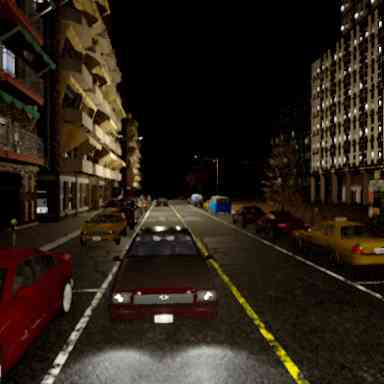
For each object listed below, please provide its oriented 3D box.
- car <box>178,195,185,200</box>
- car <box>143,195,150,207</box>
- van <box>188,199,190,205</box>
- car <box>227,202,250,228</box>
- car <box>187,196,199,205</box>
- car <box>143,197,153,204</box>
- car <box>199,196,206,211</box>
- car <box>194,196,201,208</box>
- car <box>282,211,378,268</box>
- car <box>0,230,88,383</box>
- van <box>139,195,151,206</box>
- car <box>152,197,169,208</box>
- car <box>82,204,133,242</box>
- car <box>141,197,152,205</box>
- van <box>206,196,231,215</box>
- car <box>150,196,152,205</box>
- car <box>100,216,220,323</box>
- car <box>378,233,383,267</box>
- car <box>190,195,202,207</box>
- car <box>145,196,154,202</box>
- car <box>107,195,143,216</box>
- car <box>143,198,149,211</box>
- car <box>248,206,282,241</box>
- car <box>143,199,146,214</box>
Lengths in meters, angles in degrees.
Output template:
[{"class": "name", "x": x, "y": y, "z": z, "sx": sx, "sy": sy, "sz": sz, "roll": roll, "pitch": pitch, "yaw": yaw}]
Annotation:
[{"class": "car", "x": -2.860, "y": 1.577, "z": 93.504, "sx": 1.887, "sy": 1.381, "sz": 4.507, "roll": 0, "pitch": 0, "yaw": -5}, {"class": "car", "x": -6.064, "y": 1.430, "z": 37.697, "sx": 1.967, "sy": 1.590, "sz": 4.097, "roll": 0, "pitch": 0, "yaw": -5}, {"class": "van", "x": 0.736, "y": 1.337, "z": 54.986, "sx": 1.690, "sy": 1.788, "sz": 3.998, "roll": 0, "pitch": 0, "yaw": -5}, {"class": "car", "x": 3.822, "y": 1.572, "z": 21.969, "sx": 1.802, "sy": 1.307, "sz": 4.206, "roll": 0, "pitch": 0, "yaw": -5}, {"class": "car", "x": 0.208, "y": 1.525, "z": 60.656, "sx": 1.752, "sy": 1.417, "sz": 4.829, "roll": 0, "pitch": 0, "yaw": -5}, {"class": "car", "x": -8.634, "y": 1.586, "z": 65.210, "sx": 1.802, "sy": 1.307, "sz": 4.206, "roll": 0, "pitch": 0, "yaw": -5}, {"class": "car", "x": 2.265, "y": 1.514, "z": 38.645, "sx": 1.752, "sy": 1.417, "sz": 4.829, "roll": 0, "pitch": 0, "yaw": -5}, {"class": "car", "x": 1.766, "y": 1.556, "z": 43.980, "sx": 1.947, "sy": 1.339, "sz": 4.313, "roll": 0, "pitch": 0, "yaw": -5}, {"class": "car", "x": 4.835, "y": 1.519, "z": 11.133, "sx": 1.752, "sy": 1.417, "sz": 4.829, "roll": 0, "pitch": 0, "yaw": -5}, {"class": "car", "x": -2.979, "y": 1.542, "z": 4.682, "sx": 1.887, "sy": 1.381, "sz": 4.507, "roll": 0, "pitch": 0, "yaw": -5}, {"class": "van", "x": -7.607, "y": 1.338, "z": 54.206, "sx": 1.690, "sy": 1.788, "sz": 3.998, "roll": 0, "pitch": 0, "yaw": -5}, {"class": "car", "x": -4.330, "y": 1.541, "z": 48.131, "sx": 2.033, "sy": 1.411, "sz": 5.357, "roll": 0, "pitch": 0, "yaw": -5}, {"class": "car", "x": -3.992, "y": 1.518, "z": 15.518, "sx": 1.752, "sy": 1.417, "sz": 4.829, "roll": 0, "pitch": 0, "yaw": -5}, {"class": "car", "x": -8.120, "y": 1.583, "z": 59.708, "sx": 1.802, "sy": 1.307, "sz": 4.206, "roll": 0, "pitch": 0, "yaw": -5}, {"class": "van", "x": 2.793, "y": 1.330, "z": 32.974, "sx": 1.690, "sy": 1.788, "sz": 3.998, "roll": 0, "pitch": 0, "yaw": -5}, {"class": "car", "x": -6.577, "y": 1.557, "z": 43.200, "sx": 1.947, "sy": 1.339, "sz": 4.313, "roll": 0, "pitch": 0, "yaw": -5}, {"class": "car", "x": -0.653, "y": 1.543, "z": 7.731, "sx": 2.033, "sy": 1.411, "sz": 5.357, "roll": 0, "pitch": 0, "yaw": -5}, {"class": "car", "x": 5.364, "y": 1.436, "z": 5.460, "sx": 1.967, "sy": 1.590, "sz": 4.097, "roll": 0, "pitch": 0, "yaw": -5}, {"class": "car", "x": 1.251, "y": 1.433, "z": 49.482, "sx": 1.967, "sy": 1.590, "sz": 4.097, "roll": 0, "pitch": 0, "yaw": -5}, {"class": "car", "x": -9.662, "y": 1.580, "z": 76.216, "sx": 1.947, "sy": 1.339, "sz": 4.313, "roll": 0, "pitch": 0, "yaw": -5}, {"class": "car", "x": -4.523, "y": 1.306, "z": 21.189, "sx": 2.192, "sy": 1.841, "sz": 5.009, "roll": 0, "pitch": 0, "yaw": -5}, {"class": "car", "x": -5.549, "y": 1.540, "z": 32.196, "sx": 2.008, "sy": 1.369, "sz": 4.403, "roll": 0, "pitch": 0, "yaw": -5}, {"class": "car", "x": 4.336, "y": 1.573, "z": 16.467, "sx": 1.802, "sy": 1.307, "sz": 4.206, "roll": 0, "pitch": 0, "yaw": -5}, {"class": "car", "x": -5.035, "y": 1.540, "z": 26.693, "sx": 2.008, "sy": 1.369, "sz": 4.403, "roll": 0, "pitch": 0, "yaw": -5}]
